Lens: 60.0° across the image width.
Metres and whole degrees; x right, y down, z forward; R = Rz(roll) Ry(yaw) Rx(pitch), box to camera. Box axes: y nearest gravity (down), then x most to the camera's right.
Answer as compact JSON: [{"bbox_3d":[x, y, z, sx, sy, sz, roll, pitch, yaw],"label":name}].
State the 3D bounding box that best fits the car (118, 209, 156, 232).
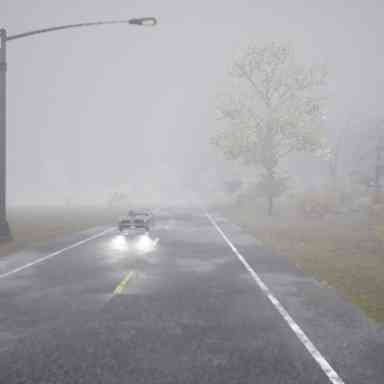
[{"bbox_3d":[-3.499,1.794,21.786,1.895,1.301,4.718,0,-1,0],"label":"car"}]
